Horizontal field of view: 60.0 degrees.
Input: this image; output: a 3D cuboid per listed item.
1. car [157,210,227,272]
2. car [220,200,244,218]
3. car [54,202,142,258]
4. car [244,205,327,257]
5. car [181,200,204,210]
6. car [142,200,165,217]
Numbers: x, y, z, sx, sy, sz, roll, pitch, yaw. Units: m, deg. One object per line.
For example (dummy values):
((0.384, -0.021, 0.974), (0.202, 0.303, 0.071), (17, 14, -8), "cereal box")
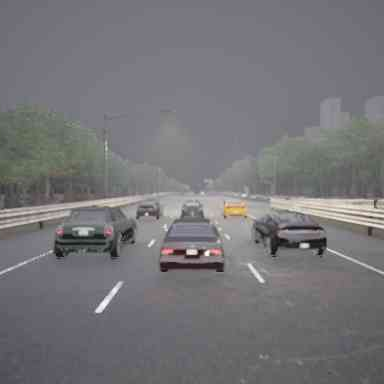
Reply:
((0.024, 1.525, 10.707), (2.033, 1.411, 5.357), (0, 0, 1), "car")
((3.555, 1.400, 29.000), (1.882, 1.535, 5.008), (0, 1, 1), "car")
((-3.455, 1.325, 12.769), (2.097, 1.767, 4.553), (0, 0, 0), "car")
((3.544, 1.465, 12.841), (2.128, 1.511, 4.902), (0, 0, 0), "car")
((0.050, 1.450, 28.536), (1.812, 1.442, 4.674), (0, 1, 0), "car")
((-3.455, 1.435, 27.855), (1.837, 1.490, 4.892), (0, 1, 0), "car")
